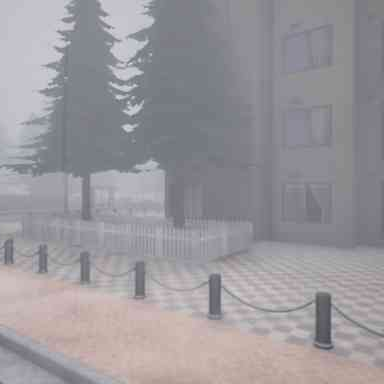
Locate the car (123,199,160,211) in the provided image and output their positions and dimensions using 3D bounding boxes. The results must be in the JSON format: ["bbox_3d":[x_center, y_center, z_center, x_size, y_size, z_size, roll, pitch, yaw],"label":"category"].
[{"bbox_3d":[-6.086,1.498,40.379,1.895,1.301,4.718,0,0,37],"label":"car"}]
